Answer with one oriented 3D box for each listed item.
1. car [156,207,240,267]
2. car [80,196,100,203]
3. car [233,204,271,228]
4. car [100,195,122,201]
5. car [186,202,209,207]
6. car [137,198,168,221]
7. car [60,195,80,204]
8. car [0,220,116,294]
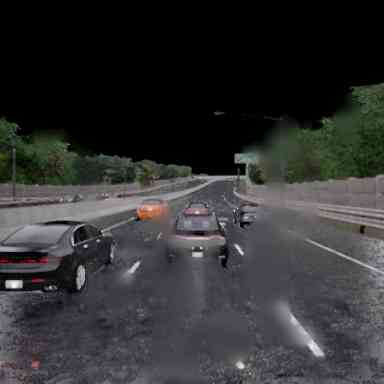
[{"bbox_3d":[0.175,1.480,11.424,2.128,1.511,4.902,0,0,1],"label":"car"},{"bbox_3d":[-16.239,1.419,54.808,1.837,1.490,4.892,0,1,3],"label":"car"},{"bbox_3d":[3.829,1.528,21.939,2.033,1.411,5.357,0,0,1],"label":"car"},{"bbox_3d":[-12.766,1.274,54.192,2.097,1.767,4.553,0,0,3],"label":"car"},{"bbox_3d":[0.459,1.536,27.582,1.994,1.385,4.181,0,0,1],"label":"car"},{"bbox_3d":[-3.061,1.323,26.817,2.097,1.767,4.553,0,0,1],"label":"car"},{"bbox_3d":[-19.761,1.266,54.390,2.097,1.767,4.553,0,0,3],"label":"car"},{"bbox_3d":[-3.350,1.495,8.735,1.837,1.490,4.892,0,0,0],"label":"car"}]
